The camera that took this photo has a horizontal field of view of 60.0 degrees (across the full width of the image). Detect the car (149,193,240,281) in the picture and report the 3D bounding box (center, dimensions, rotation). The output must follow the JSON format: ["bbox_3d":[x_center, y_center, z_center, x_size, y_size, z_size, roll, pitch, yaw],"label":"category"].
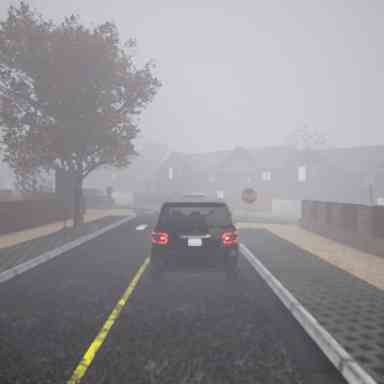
[{"bbox_3d":[0.056,1.157,9.807,2.150,2.045,5.566,0,0,0],"label":"car"}]

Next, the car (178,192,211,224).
[{"bbox_3d":[0.152,1.076,24.378,2.150,2.045,5.566,1,0,0],"label":"car"}]

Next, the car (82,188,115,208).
[{"bbox_3d":[-10.925,0.596,36.349,5.566,2.045,2.150,3,0,32],"label":"car"}]

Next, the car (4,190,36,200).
[{"bbox_3d":[-22.337,0.439,43.438,5.357,1.411,2.033,2,0,32],"label":"car"}]

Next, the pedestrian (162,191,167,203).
[{"bbox_3d":[-3.262,0.824,38.480,0.375,1.860,0.375,-1,-4,32],"label":"pedestrian"}]
